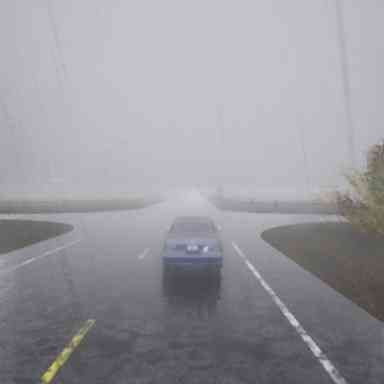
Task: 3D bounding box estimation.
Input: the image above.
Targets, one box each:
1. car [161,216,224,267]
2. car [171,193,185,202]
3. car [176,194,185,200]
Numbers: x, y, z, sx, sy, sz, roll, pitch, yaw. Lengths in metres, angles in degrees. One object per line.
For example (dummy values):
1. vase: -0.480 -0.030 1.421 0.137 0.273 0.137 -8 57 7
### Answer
1. car: 0.050 1.529 11.368 2.033 1.411 5.357 0 0 1
2. car: -3.041 1.192 67.950 2.097 1.767 4.553 0 0 1
3. car: -2.863 1.243 83.715 1.882 1.535 5.008 0 0 1
